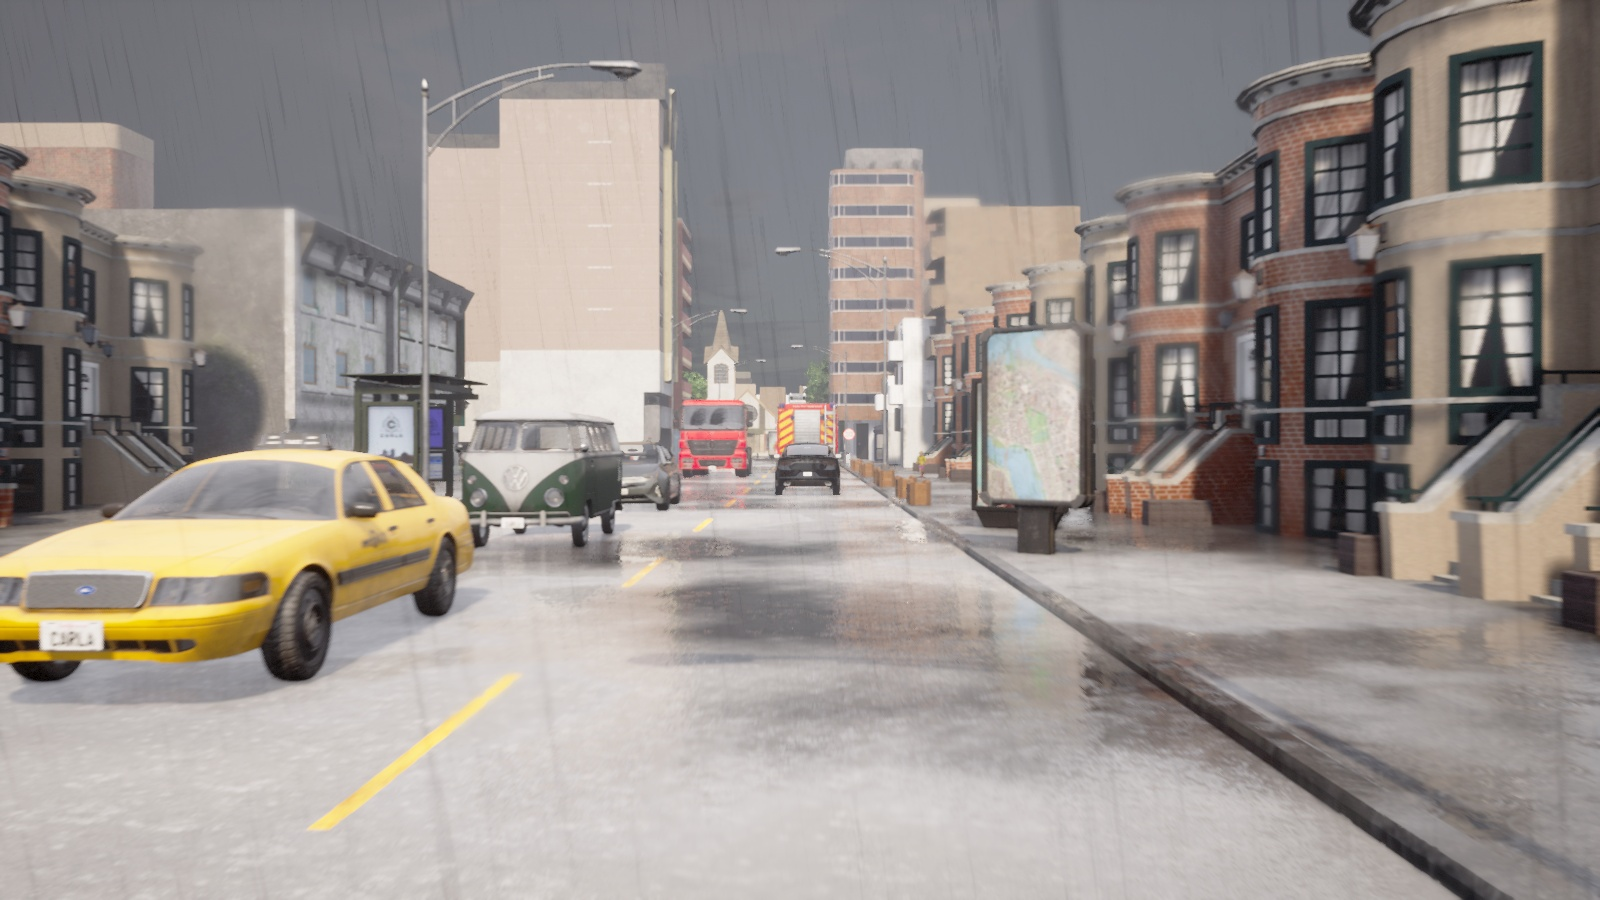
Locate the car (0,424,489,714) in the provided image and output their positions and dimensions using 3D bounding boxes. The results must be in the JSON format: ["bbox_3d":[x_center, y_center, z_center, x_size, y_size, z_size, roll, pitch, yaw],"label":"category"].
[{"bbox_3d":[-3.931,0.629,9.508,1.801,1.575,5.366,0,0,0],"label":"car"}]

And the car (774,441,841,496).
[{"bbox_3d":[0.229,0.512,37.838,1.882,1.535,5.008,0,0,0],"label":"car"}]

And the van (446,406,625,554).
[{"bbox_3d":[-3.876,0.389,19.146,1.775,1.987,4.442,0,0,0],"label":"van"}]

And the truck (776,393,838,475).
[{"bbox_3d":[0.348,-0.768,62.402,2.891,3.827,8.468,0,0,0],"label":"truck"}]

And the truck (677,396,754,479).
[{"bbox_3d":[-3.676,-0.555,56.454,2.891,3.462,7.936,0,0,0],"label":"truck"}]

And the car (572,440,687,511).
[{"bbox_3d":[-3.822,0.528,28.896,2.007,1.525,4.514,0,0,0],"label":"car"}]
